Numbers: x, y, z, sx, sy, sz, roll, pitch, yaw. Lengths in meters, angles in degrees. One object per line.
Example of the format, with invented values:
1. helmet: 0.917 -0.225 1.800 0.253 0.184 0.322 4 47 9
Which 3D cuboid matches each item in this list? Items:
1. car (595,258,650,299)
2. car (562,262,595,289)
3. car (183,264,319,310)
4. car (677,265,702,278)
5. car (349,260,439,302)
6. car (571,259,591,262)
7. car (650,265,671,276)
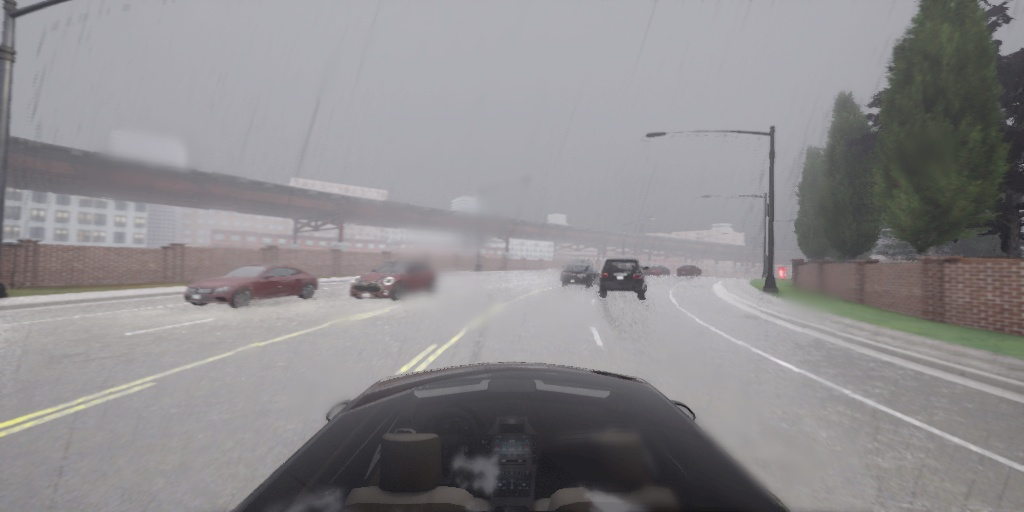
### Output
1. car: 6.246 1.150 19.785 2.150 2.045 5.566 0 0 22
2. car: 4.972 1.404 24.829 2.128 1.511 4.902 1 0 27
3. car: -9.402 1.034 13.484 1.812 1.442 4.674 1 0 11
4. car: 22.200 1.867 44.808 1.882 1.535 5.008 0 -2 41
5. car: -5.157 0.988 16.314 2.097 1.767 4.553 1 0 16
6. car: 9.606 1.400 51.452 2.150 2.045 5.566 1 -1 39
7. car: 18.929 1.896 46.291 1.994 1.385 4.181 0 -1 40
